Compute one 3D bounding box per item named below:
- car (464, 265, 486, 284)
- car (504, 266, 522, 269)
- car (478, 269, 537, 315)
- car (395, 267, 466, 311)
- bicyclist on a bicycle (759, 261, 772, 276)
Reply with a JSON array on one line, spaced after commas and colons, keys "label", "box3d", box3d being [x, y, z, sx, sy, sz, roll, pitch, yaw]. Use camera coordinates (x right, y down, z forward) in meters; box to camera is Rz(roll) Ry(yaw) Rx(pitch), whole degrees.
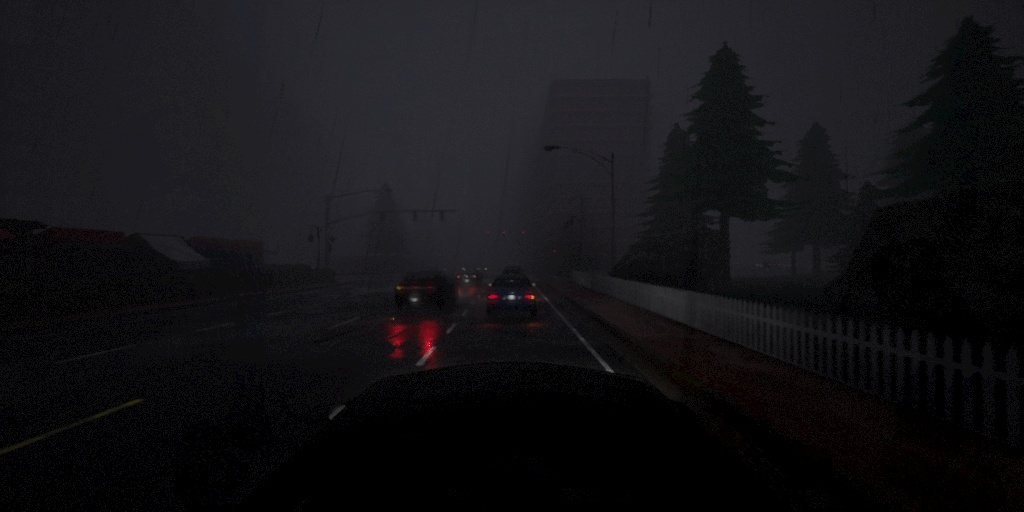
[{"label": "car", "box3d": [-3.501, 1.661, 30.075, 1.895, 1.301, 4.718, 0, -1, 0]}, {"label": "car", "box3d": [0.129, 1.570, 30.323, 1.837, 1.490, 4.892, 0, 0, 4]}, {"label": "car", "box3d": [0.004, 1.436, 14.345, 2.033, 1.411, 5.357, 0, -1, 0]}, {"label": "car", "box3d": [-3.487, 1.392, 15.331, 2.128, 1.511, 4.902, 0, 0, 0]}, {"label": "bicyclist on a bicycle", "box3d": [28.218, 1.413, 39.751, 0.582, 1.620, 1.656, 0, -1, -28]}]
